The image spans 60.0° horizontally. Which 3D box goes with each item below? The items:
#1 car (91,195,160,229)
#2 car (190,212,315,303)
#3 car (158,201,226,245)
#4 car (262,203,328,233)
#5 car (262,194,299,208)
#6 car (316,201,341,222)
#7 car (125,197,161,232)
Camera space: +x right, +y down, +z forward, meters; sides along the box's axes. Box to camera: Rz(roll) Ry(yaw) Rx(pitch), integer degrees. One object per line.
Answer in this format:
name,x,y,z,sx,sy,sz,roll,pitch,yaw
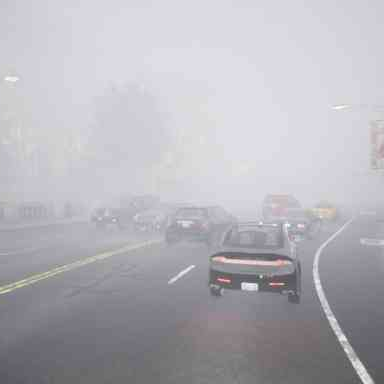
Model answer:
car,-4.044,1.204,21.914,2.150,2.045,5.566,0,0,30
car,1.680,1.491,8.327,2.128,1.511,4.902,0,0,15
car,0.647,1.349,15.102,2.097,1.767,4.553,0,0,25
car,5.531,1.546,17.286,2.033,1.411,5.357,0,0,29
car,7.602,1.219,27.955,2.150,2.045,5.566,0,0,30
car,10.542,1.454,26.247,1.801,1.575,5.366,0,0,30
car,-1.433,1.349,19.389,2.097,1.767,4.553,0,0,29
